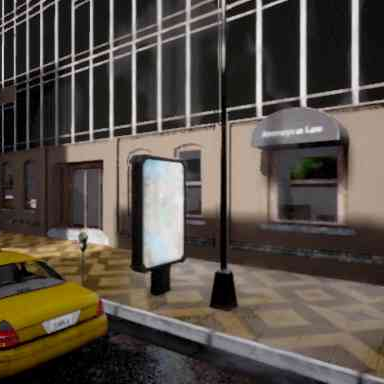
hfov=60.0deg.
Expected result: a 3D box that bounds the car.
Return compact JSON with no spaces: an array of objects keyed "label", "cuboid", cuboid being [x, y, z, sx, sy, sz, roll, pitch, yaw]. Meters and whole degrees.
[{"label":"car","cuboid":[-3.435,1.520,5.315,4.829,1.417,1.752,0,0,35]}]
